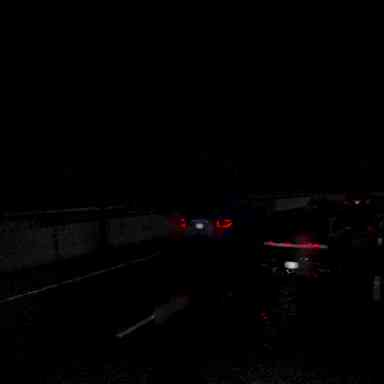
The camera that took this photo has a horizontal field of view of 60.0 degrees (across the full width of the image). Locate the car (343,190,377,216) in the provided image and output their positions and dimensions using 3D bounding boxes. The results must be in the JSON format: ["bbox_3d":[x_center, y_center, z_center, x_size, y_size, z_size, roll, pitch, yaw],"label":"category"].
[{"bbox_3d":[14.158,0.859,28.040,2.150,2.045,5.566,-2,0,31],"label":"car"}]

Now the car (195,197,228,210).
[{"bbox_3d":[2.577,1.449,42.721,2.128,1.511,4.902,-2,0,33],"label":"car"}]

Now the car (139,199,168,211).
[{"bbox_3d":[-4.969,1.685,43.928,1.812,1.442,4.674,-2,0,33],"label":"car"}]

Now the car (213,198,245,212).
[{"bbox_3d":[4.390,1.470,39.094,1.994,1.385,4.181,-2,0,33],"label":"car"}]

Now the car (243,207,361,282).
[{"bbox_3d":[3.452,1.405,9.620,2.128,1.511,4.902,-2,0,30],"label":"car"}]

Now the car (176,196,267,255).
[{"bbox_3d":[1.595,1.186,13.423,2.150,2.045,5.566,-2,0,30],"label":"car"}]

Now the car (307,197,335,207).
[{"bbox_3d":[12.238,1.183,31.532,2.128,1.511,4.902,-2,0,32],"label":"car"}]

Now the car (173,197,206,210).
[{"bbox_3d":[-0.263,1.527,44.766,2.128,1.511,4.902,-2,0,33],"label":"car"}]
